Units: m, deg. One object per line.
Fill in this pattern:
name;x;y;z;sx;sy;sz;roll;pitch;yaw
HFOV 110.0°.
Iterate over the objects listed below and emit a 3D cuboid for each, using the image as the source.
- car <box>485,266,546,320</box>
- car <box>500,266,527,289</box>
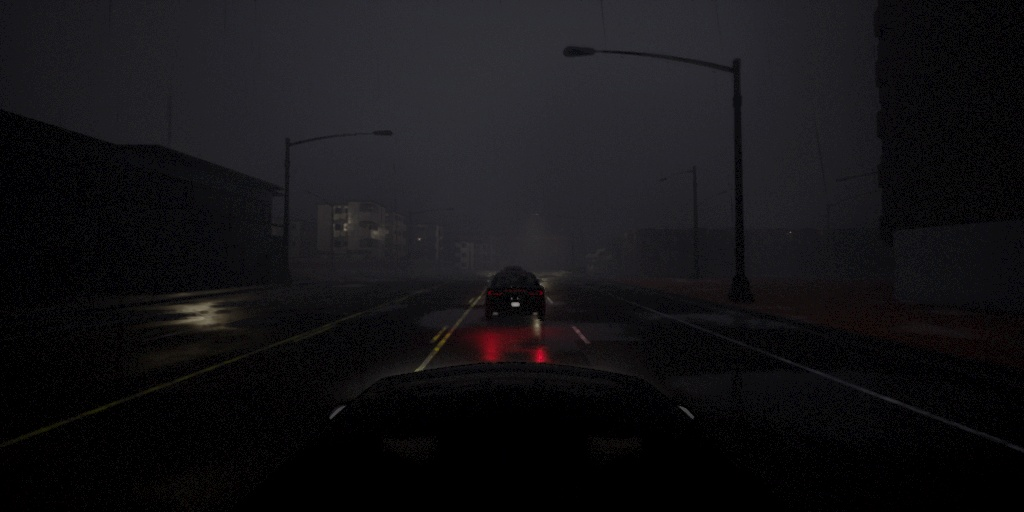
car;0.102;1.270;12.896;1.882;1.535;5.008;0;0;0
car;0.096;1.433;25.667;1.812;1.442;4.674;0;-1;0
